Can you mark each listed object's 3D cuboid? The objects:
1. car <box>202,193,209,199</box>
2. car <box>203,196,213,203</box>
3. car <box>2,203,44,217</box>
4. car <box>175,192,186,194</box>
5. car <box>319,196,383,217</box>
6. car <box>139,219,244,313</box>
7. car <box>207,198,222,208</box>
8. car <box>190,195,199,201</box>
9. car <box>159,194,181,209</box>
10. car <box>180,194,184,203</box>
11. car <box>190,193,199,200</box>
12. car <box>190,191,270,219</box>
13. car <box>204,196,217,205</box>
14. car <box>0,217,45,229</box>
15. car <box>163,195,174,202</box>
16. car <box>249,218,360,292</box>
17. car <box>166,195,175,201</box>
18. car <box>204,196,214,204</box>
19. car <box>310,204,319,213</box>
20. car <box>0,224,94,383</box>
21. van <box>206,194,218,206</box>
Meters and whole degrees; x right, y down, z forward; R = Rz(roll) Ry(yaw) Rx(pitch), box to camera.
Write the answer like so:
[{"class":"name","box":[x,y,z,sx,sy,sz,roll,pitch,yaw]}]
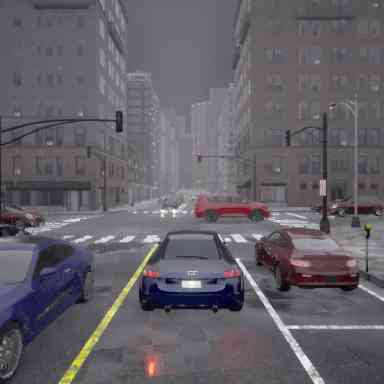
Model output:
[{"class":"car","box":[3.828,1.143,93.029,1.882,1.535,5.008,0,0,0]},{"class":"car","box":[3.236,1.424,68.089,1.802,1.307,4.206,0,0,0]},{"class":"car","box":[-11.903,1.517,21.314,4.553,1.767,2.097,-1,0,0]},{"class":"car","box":[-2.612,1.354,64.150,2.128,1.511,4.902,0,0,1]},{"class":"car","box":[13.553,1.124,27.918,4.553,1.767,2.097,-1,0,0]},{"class":"car","box":[0.003,1.562,7.750,1.994,1.385,4.181,0,0,0]},{"class":"car","box":[3.040,1.507,45.880,1.802,1.307,4.206,0,0,0]},{"class":"car","box":[0.525,1.318,74.319,1.812,1.442,4.674,0,0,0]},{"class":"car","box":[-2.832,1.436,43.856,1.837,1.490,4.892,0,0,2]},{"class":"car","box":[-2.746,1.427,53.760,1.812,1.442,4.674,0,0,0]},{"class":"car","box":[0.612,1.087,84.320,2.128,1.511,4.902,0,0,0]},{"class":"car","box":[2.875,1.172,24.505,5.566,2.045,2.150,-1,0,1]},{"class":"car","box":[3.136,1.436,56.983,1.887,1.381,4.507,0,0,0]},{"class":"car","box":[-5.765,1.564,8.674,1.947,1.339,4.313,0,0,0]},{"class":"car","box":[-5.241,1.357,73.722,2.008,1.369,4.403,0,0,0]},{"class":"car","box":[2.760,1.580,8.671,1.802,1.307,4.206,0,0,0]},{"class":"car","box":[-5.193,1.348,79.274,1.802,1.307,4.206,0,0,0]},{"class":"car","box":[3.186,1.452,62.538,1.802,1.307,4.206,0,0,0]},{"class":"car","box":[13.662,1.355,31.168,4.718,1.301,1.895,-1,0,0]},{"class":"car","box":[-3.019,1.524,5.494,1.812,1.442,4.674,0,0,1]},{"class":"van","box":[3.088,1.249,51.431,1.690,1.788,3.998,0,0,0]}]
